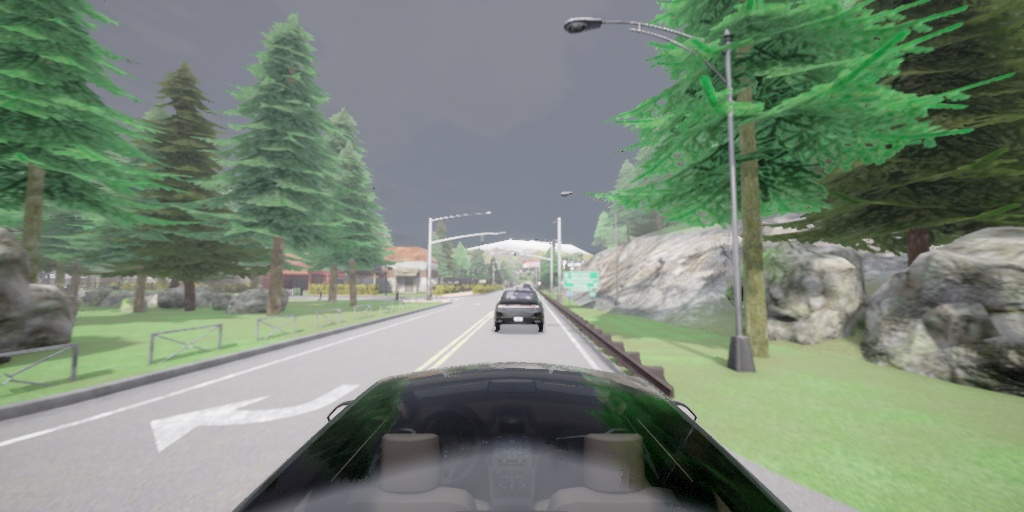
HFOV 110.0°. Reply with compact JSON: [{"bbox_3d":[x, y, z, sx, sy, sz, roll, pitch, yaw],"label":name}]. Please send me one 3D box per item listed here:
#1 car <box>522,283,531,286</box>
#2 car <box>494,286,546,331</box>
[{"bbox_3d":[1.002,3.262,29.648,2.128,1.511,4.902,0,-4,3],"label":"car"},{"bbox_3d":[0.345,2.131,14.710,2.128,1.511,4.902,0,-4,3],"label":"car"}]
